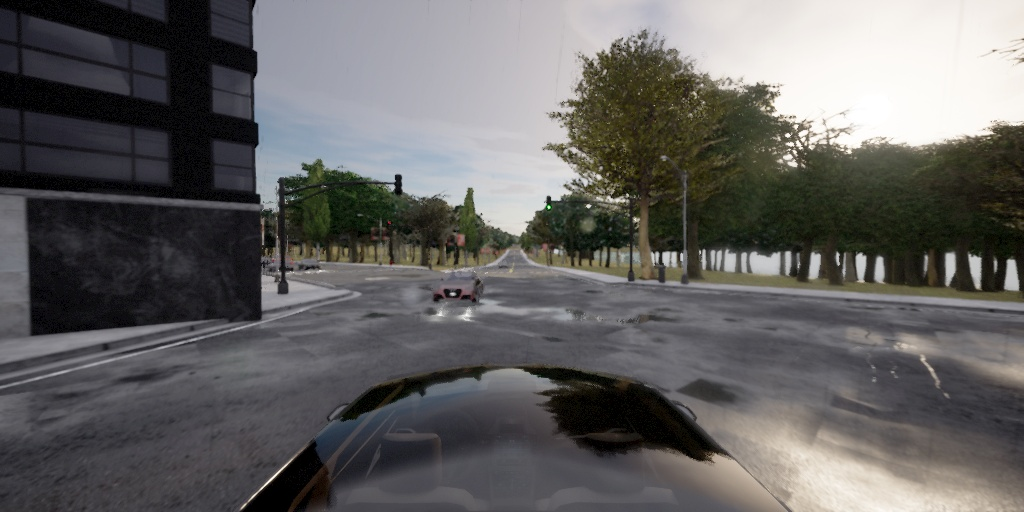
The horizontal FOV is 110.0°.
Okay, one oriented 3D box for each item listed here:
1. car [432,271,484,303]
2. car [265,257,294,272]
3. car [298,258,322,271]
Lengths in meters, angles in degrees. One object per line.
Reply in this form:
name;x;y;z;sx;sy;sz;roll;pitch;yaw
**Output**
car;-2.531;1.461;17.652;1.994;1.385;4.181;1;0;2
car;-27.957;1.196;43.416;1.994;1.385;4.181;-1;1;-44
car;-26.054;1.080;46.124;1.837;1.490;4.892;-1;1;-44
